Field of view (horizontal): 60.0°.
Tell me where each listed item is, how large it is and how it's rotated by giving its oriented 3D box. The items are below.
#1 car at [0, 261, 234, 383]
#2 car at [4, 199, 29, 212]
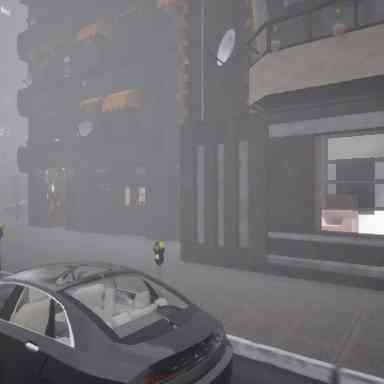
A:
[{"bbox_3d":[-1.639,1.551,4.043,4.403,1.369,2.008,0,0,36],"label":"car"},{"bbox_3d":[-17.123,1.256,34.904,1.752,1.417,4.829,1,1,35],"label":"car"}]
